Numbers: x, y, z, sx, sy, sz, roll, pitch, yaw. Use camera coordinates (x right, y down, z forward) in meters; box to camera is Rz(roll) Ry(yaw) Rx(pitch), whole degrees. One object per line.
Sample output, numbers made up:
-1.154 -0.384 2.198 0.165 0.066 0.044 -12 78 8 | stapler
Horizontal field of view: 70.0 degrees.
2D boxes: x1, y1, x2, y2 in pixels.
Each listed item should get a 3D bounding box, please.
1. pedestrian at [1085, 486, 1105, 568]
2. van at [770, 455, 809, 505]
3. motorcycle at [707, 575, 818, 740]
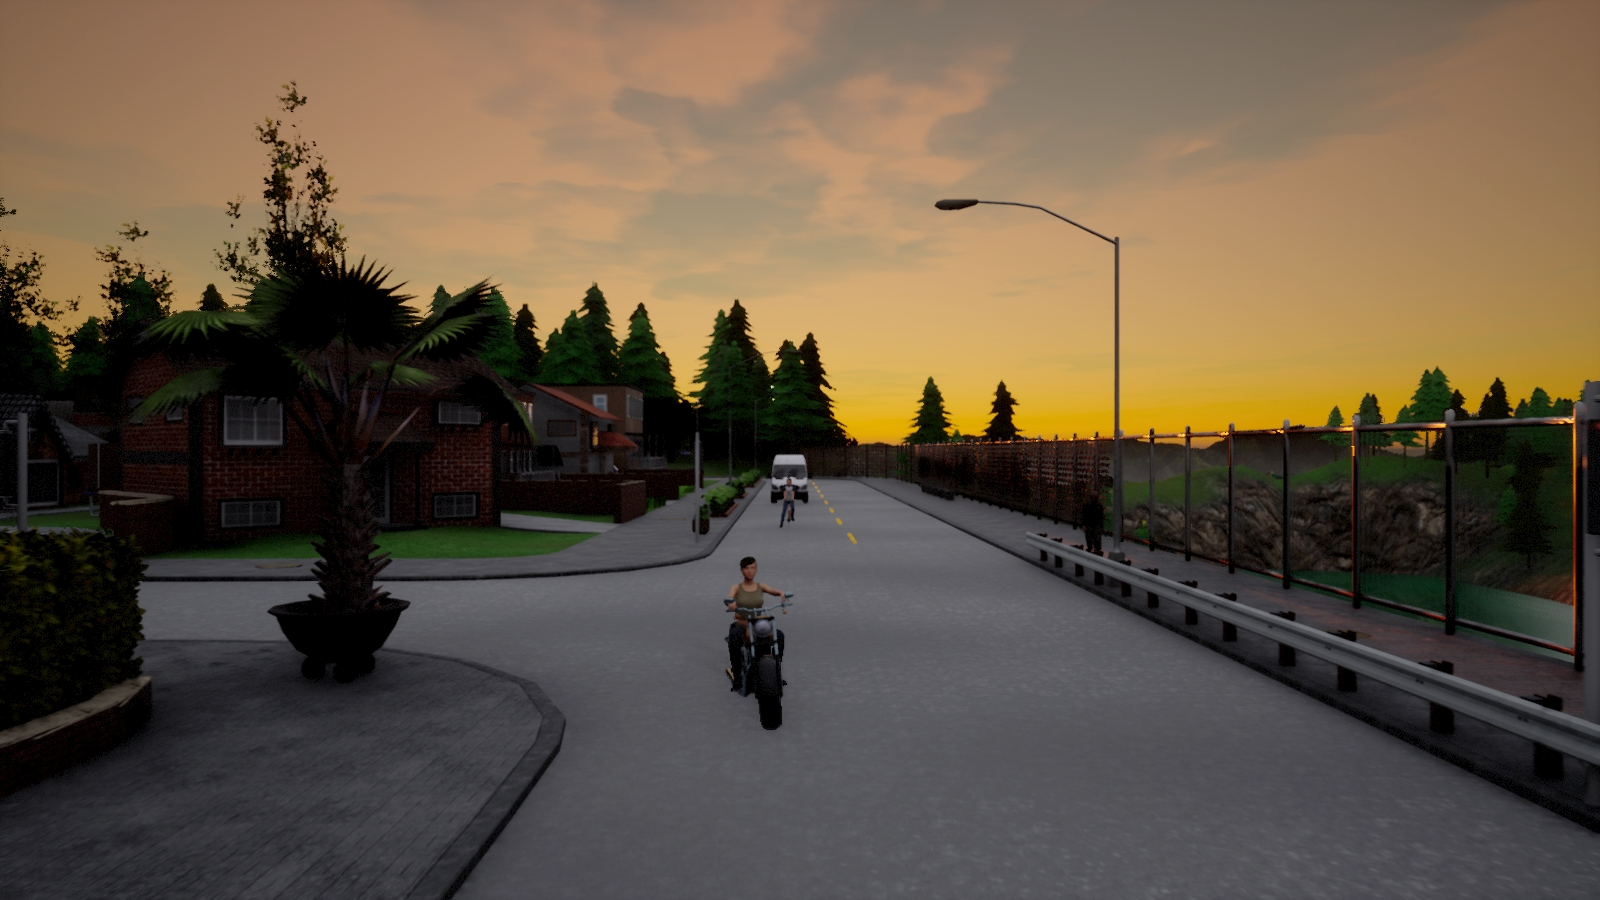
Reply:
6.744 1.748 26.128 0.375 1.860 0.375 0 0 -1 | pedestrian
-0.554 1.543 61.356 1.988 2.561 5.915 0 0 0 | van
-0.453 2.157 12.363 0.764 1.307 2.356 -2 0 -12 | motorcycle
